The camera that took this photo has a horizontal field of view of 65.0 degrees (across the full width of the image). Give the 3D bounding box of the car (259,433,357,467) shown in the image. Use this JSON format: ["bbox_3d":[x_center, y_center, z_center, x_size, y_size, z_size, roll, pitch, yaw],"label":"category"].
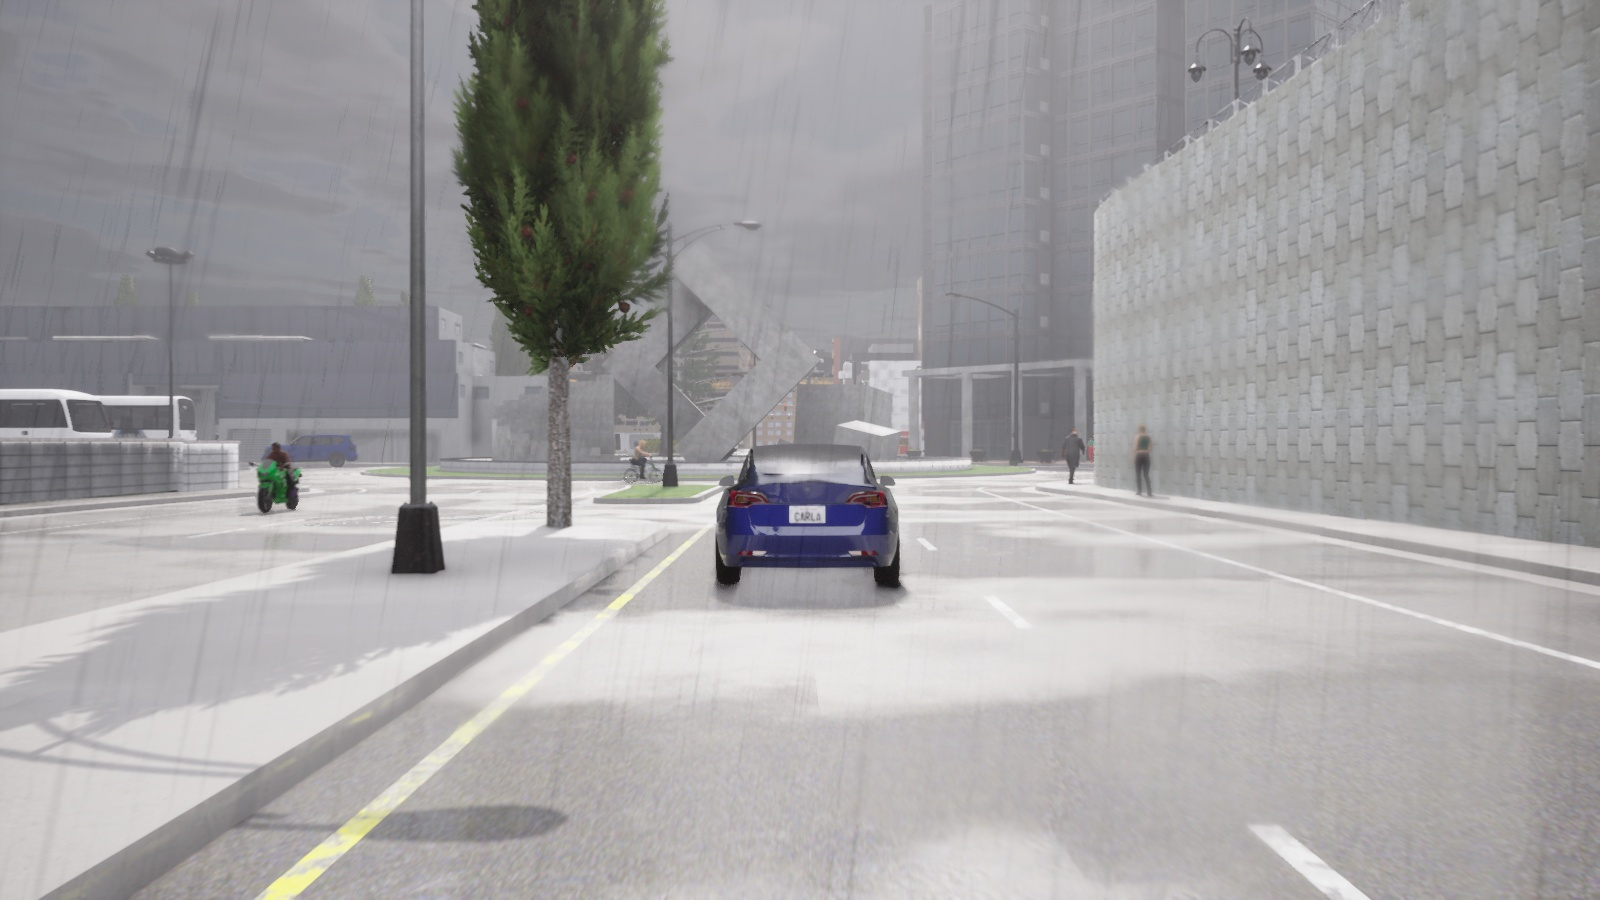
[{"bbox_3d":[-30.314,0.013,77.595,5.566,2.045,2.150,0,0,-19],"label":"car"}]

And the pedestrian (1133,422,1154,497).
[{"bbox_3d":[8.546,0.236,31.261,0.345,1.836,0.594,0,0,-3],"label":"pedestrian"}]

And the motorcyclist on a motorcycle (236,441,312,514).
[{"bbox_3d":[-11.366,0.569,27.206,0.797,1.523,2.044,0,0,0],"label":"motorcyclist on a motorcycle"}]

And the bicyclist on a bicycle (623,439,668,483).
[{"bbox_3d":[-5.713,0.421,46.546,1.509,1.612,0.866,0,-1,3],"label":"bicyclist on a bicycle"}]

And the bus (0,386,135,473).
[{"bbox_3d":[-39.699,-1.012,63.475,10.273,4.253,3.944,0,0,5],"label":"bus"}]

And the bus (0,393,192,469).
[{"bbox_3d":[-41.061,-1.061,72.234,10.273,4.253,3.944,0,0,-7],"label":"bus"}]

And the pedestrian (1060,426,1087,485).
[{"bbox_3d":[9.062,0.179,41.579,0.659,1.952,0.873,0,0,28],"label":"pedestrian"}]

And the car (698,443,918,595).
[{"bbox_3d":[0.086,0.665,14.749,2.163,1.488,4.792,0,0,0],"label":"car"}]
